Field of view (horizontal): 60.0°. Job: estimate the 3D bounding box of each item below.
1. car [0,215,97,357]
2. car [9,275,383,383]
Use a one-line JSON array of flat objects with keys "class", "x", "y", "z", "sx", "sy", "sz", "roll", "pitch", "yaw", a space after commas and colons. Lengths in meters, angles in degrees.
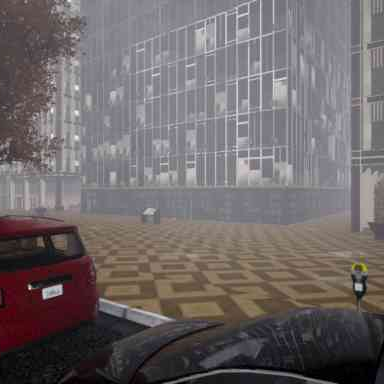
[{"class": "car", "x": -3.665, "y": 1.315, "z": 5.501, "sx": 5.009, "sy": 1.841, "sz": 2.192, "roll": 0, "pitch": 0, "yaw": 36}, {"class": "car", "x": 0.827, "y": 1.566, "z": 2.287, "sx": 4.313, "sy": 1.339, "sz": 1.947, "roll": 0, "pitch": 0, "yaw": 36}]
